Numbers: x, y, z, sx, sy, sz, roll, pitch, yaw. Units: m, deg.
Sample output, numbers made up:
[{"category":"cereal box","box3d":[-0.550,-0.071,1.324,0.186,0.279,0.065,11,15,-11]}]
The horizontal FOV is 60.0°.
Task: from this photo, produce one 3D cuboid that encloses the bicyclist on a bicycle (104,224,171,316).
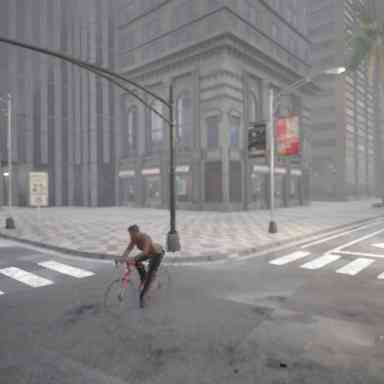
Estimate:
[{"category":"bicyclist on a bicycle","box3d":[-0.992,1.440,6.400,0.582,1.620,1.656,0,1,41]}]
